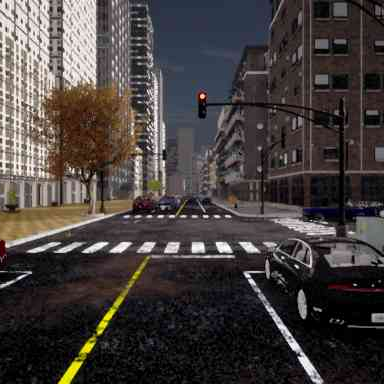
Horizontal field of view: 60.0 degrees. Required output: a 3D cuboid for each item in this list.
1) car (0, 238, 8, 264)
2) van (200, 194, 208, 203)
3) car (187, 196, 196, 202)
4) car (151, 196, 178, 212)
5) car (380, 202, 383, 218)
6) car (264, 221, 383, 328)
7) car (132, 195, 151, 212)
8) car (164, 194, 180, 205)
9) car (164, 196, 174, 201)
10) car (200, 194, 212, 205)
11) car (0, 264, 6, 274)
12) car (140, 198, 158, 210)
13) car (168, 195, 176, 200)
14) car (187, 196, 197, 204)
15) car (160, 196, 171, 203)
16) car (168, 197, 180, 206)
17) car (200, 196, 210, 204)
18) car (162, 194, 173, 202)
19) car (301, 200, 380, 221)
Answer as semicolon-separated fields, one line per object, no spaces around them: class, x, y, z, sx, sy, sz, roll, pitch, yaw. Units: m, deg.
car;-5.697;1.544;6.899;1.887;1.381;4.507;0;0;0
van;2.645;1.385;72.430;1.690;1.788;3.998;0;0;0
car;-0.047;1.606;78.899;1.994;1.385;4.181;0;0;0
car;-3.124;1.503;38.466;2.128;1.511;4.902;0;0;0
car;13.409;1.344;26.316;4.403;1.369;2.008;-1;1;-1
car;2.683;1.550;6.904;2.008;1.369;4.403;0;0;0
car;-5.717;1.327;39.288;2.192;1.841;5.009;0;0;0
car;-3.125;1.370;48.344;2.097;1.767;4.553;0;0;0
car;-5.742;1.612;83.471;2.008;1.369;4.403;0;0;0
car;2.652;1.596;61.383;1.947;1.339;4.313;0;0;0
car;-3.092;1.563;1.784;1.994;1.385;4.181;0;0;0
car;-5.719;1.582;44.811;1.947;1.339;4.313;0;0;0
car;-5.749;1.631;94.516;2.008;1.369;4.403;0;0;0
car;0.057;1.599;66.106;1.994;1.385;4.181;0;0;0
car;-5.736;1.609;72.425;1.947;1.339;4.313;0;0;0
car;-3.116;1.628;58.416;1.895;1.301;4.718;0;0;0
car;2.649;1.562;67.076;1.752;1.417;4.829;0;0;0
car;-5.739;1.367;77.947;2.192;1.841;5.009;0;0;0
car;10.414;1.436;23.933;4.718;1.301;1.895;-1;0;3
